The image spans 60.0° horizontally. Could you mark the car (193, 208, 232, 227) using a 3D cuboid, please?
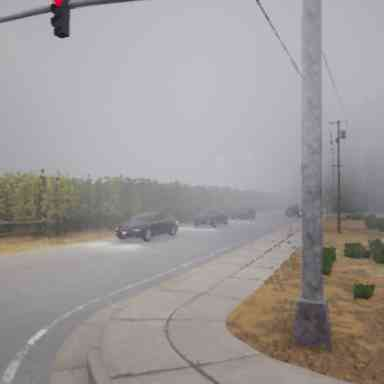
[{"bbox_3d":[1.665,2.145,28.779,1.837,1.490,4.892,0,-1,24],"label":"car"}]

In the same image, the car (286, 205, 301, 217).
[{"bbox_3d":[14.632,2.553,45.264,1.837,1.490,4.892,-1,-1,45],"label":"car"}]

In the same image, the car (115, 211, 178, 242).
[{"bbox_3d":[-2.522,1.931,19.447,1.837,1.490,4.892,0,-1,24],"label":"car"}]

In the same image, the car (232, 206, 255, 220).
[{"bbox_3d":[5.886,2.359,38.171,1.837,1.490,4.892,0,-1,25],"label":"car"}]
